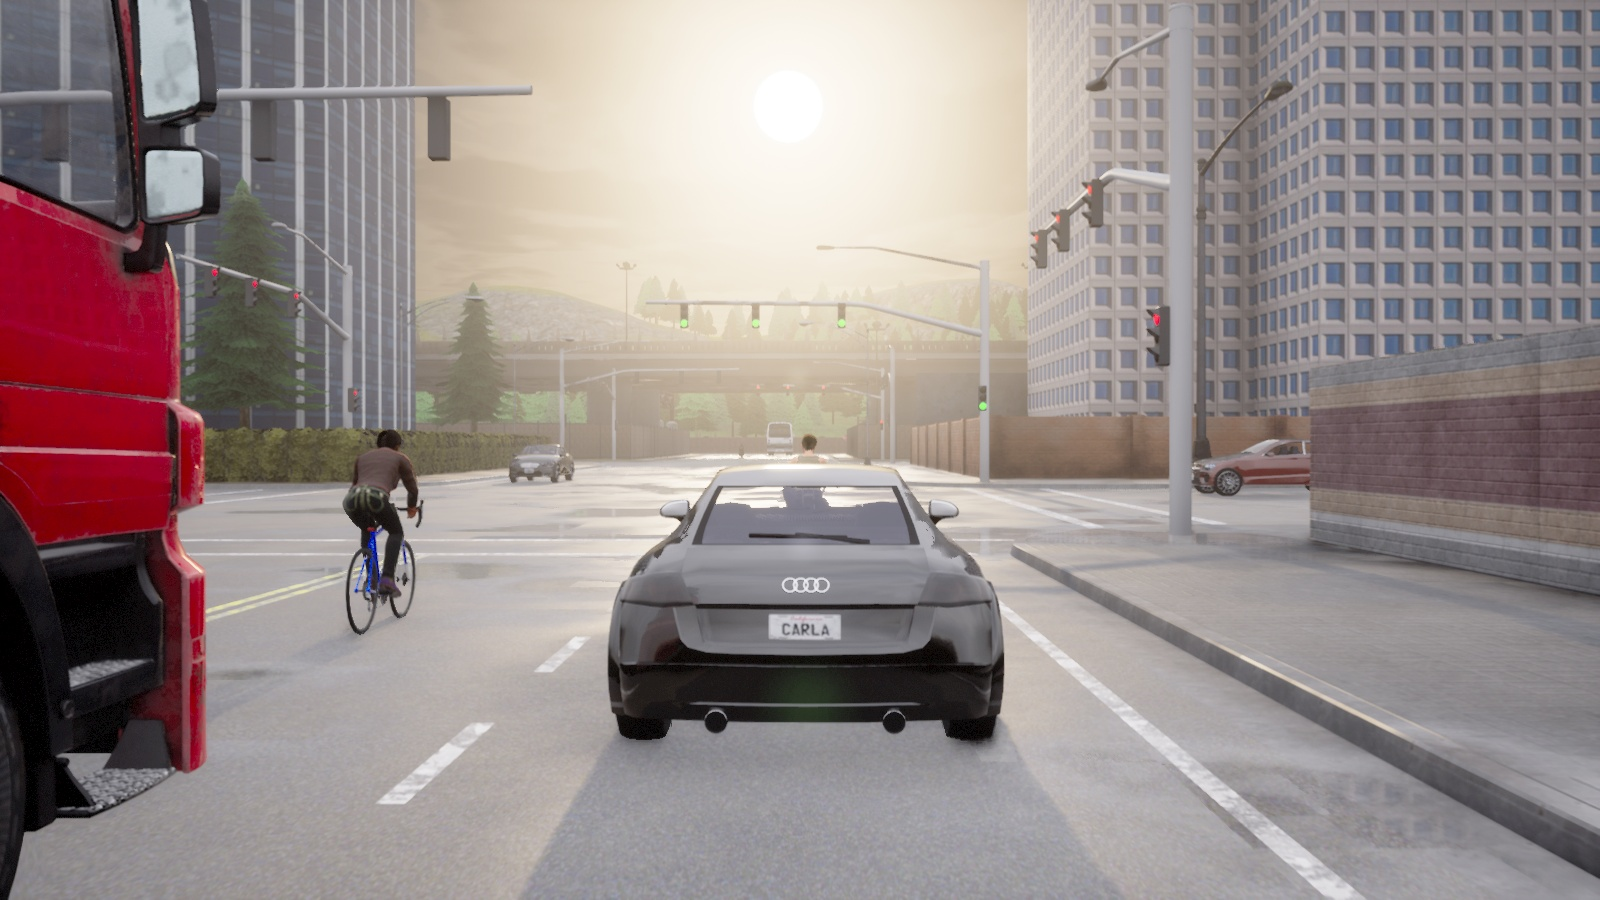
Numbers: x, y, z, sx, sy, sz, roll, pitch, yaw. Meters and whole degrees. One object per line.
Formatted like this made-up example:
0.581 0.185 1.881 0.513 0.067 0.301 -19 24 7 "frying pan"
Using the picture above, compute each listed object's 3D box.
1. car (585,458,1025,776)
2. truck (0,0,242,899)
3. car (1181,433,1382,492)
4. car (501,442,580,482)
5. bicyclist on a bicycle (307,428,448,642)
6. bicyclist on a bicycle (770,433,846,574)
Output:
0.053 0.771 7.794 1.994 1.385 4.181 0 0 1 "car"
-3.481 -0.240 0.559 2.891 3.462 7.936 0 0 0 "truck"
13.921 0.349 36.547 5.027 1.651 2.152 0 0 1 "car"
-10.192 0.440 49.695 2.128 1.511 4.902 0 0 0 "car"
-3.424 0.644 10.315 0.582 1.620 1.656 0 0 0 "bicyclist on a bicycle"
0.103 0.606 15.108 0.866 1.612 1.509 0 0 1 "bicyclist on a bicycle"
